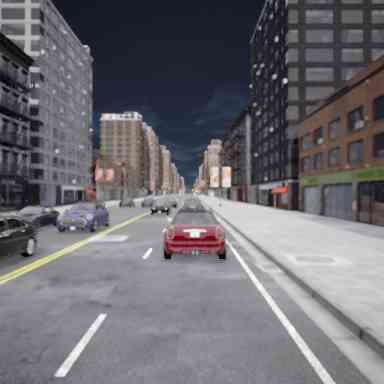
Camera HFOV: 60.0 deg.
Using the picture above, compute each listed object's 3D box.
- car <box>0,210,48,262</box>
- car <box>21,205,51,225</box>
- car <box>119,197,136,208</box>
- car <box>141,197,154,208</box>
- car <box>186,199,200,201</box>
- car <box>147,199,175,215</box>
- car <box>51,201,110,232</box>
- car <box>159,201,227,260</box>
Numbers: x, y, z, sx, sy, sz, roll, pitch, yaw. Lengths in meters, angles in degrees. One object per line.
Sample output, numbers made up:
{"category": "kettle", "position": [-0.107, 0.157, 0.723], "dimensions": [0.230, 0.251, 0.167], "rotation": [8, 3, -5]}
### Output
{"category": "car", "position": [-6.534, 1.525, 10.255], "dimensions": [1.837, 1.490, 4.892], "rotation": [0, 0, 1]}
{"category": "car", "position": [-9.757, 1.566, 20.789], "dimensions": [1.812, 1.442, 4.674], "rotation": [0, 0, 0]}
{"category": "car", "position": [-9.784, 1.605, 50.426], "dimensions": [1.837, 1.490, 4.892], "rotation": [0, -1, 0]}
{"category": "car", "position": [-6.534, 1.605, 50.407], "dimensions": [1.837, 1.490, 4.892], "rotation": [0, -1, 0]}
{"category": "car", "position": [0.065, 1.411, 31.425], "dimensions": [2.097, 1.767, 4.553], "rotation": [0, 0, 0]}
{"category": "car", "position": [-3.163, 1.667, 34.840], "dimensions": [1.895, 1.301, 4.718], "rotation": [0, 0, 0]}
{"category": "car", "position": [-6.507, 1.391, 20.404], "dimensions": [2.097, 1.767, 4.553], "rotation": [0, 0, 0]}
{"category": "car", "position": [0.095, 1.376, 12.687], "dimensions": [2.097, 1.767, 4.553], "rotation": [0, 0, 0]}
